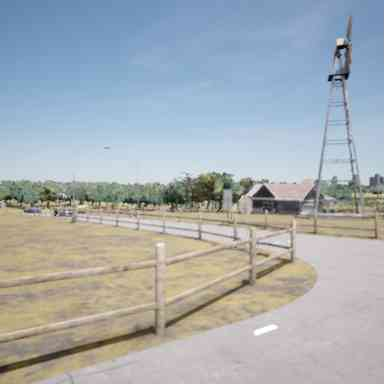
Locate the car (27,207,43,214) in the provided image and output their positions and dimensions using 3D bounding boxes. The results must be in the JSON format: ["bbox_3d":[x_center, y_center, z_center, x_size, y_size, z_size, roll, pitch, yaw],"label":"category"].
[{"bbox_3d":[-37.347,4.289,79.731,2.097,1.767,4.553,1,-3,-36],"label":"car"}]

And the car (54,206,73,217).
[{"bbox_3d":[-19.188,2.890,49.572,2.128,1.511,4.902,1,-2,-35],"label":"car"}]
